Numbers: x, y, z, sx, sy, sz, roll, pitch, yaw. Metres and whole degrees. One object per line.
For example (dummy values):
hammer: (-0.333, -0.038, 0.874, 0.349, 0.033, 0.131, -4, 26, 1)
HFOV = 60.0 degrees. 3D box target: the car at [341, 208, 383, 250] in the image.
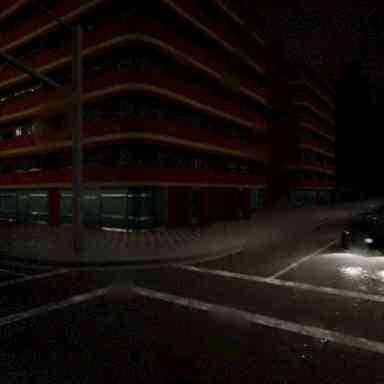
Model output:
car: (7.445, 1.555, 13.551, 1.994, 1.385, 4.181, 0, 0, 35)

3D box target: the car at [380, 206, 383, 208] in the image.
car: (12.250, 1.545, 20.451, 1.994, 1.385, 4.181, 0, 0, 36)
